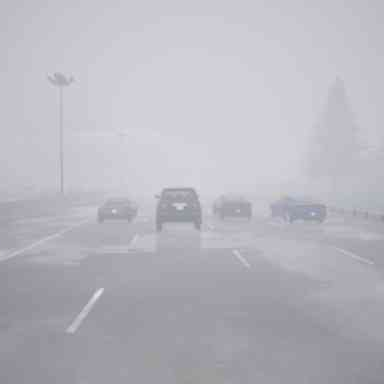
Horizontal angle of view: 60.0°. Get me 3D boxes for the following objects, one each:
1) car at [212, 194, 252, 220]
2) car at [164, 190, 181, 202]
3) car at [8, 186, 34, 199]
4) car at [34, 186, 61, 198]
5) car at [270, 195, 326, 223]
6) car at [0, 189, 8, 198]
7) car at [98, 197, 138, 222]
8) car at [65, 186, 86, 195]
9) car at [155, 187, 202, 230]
[{"bbox_3d":[2.469,0.867,21.541,1.882,1.535,5.008,0,2,-4],"label":"car"},{"bbox_3d":[-2.433,0.466,40.332,1.895,1.301,4.718,0,2,-4],"label":"car"},{"bbox_3d":[-24.216,0.008,48.320,2.097,1.767,4.553,0,2,-4],"label":"car"},{"bbox_3d":[-20.725,-0.002,48.581,2.097,1.767,4.553,0,2,-4],"label":"car"},{"bbox_3d":[6.108,0.915,19.728,1.882,1.535,5.008,0,2,-4],"label":"car"},{"bbox_3d":[-27.741,0.251,48.655,1.895,1.301,4.718,0,2,-4],"label":"car"},{"bbox_3d":[-4.479,0.986,20.550,1.994,1.385,4.181,0,2,-4],"label":"car"},{"bbox_3d":[-17.264,-0.024,49.293,2.097,1.767,4.553,0,2,-4],"label":"car"},{"bbox_3d":[-0.744,0.726,17.524,2.150,2.045,5.566,0,2,-4],"label":"car"}]
